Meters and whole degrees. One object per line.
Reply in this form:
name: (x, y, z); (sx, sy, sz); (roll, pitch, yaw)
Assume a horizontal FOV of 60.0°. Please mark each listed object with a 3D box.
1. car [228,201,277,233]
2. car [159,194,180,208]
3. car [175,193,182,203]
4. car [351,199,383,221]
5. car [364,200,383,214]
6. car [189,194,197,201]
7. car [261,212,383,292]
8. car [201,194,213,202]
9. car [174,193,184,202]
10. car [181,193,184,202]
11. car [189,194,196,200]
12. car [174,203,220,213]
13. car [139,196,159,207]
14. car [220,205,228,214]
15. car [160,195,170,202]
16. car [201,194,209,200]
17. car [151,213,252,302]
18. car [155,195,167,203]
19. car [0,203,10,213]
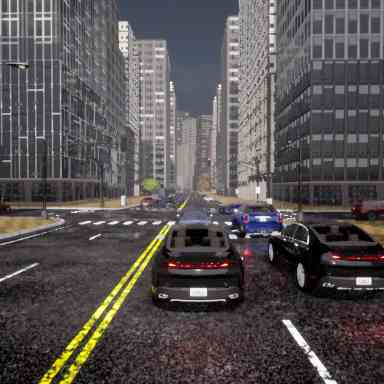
car: (3.397, 1.342, 18.019); (2.097, 1.767, 4.553); (0, 0, 0)
car: (-3.210, 1.471, 48.261); (1.837, 1.490, 4.892); (0, 0, 0)
car: (-3.178, 1.460, 57.600); (1.837, 1.490, 4.892); (0, 0, 0)
car: (16.278, 1.519, 28.496); (5.009, 1.841, 2.192); (1, 0, 1)
car: (21.909, 1.643, 36.767); (4.829, 1.417, 1.752); (1, 0, 1)
car: (0.217, 1.450, 80.171); (1.812, 1.442, 4.674); (0, 0, 0)
car: (3.374, 1.500, 8.936); (1.837, 1.490, 4.892); (0, 0, 0)
car: (3.475, 1.533, 72.720); (1.895, 1.301, 4.718); (0, 0, 0)
car: (-3.040, 1.154, 77.873); (2.150, 2.045, 5.566); (0, 0, 0)
car: (-3.092, 1.469, 67.421); (1.812, 1.442, 4.674); (0, 0, 1)
car: (0.244, 1.387, 90.165); (1.882, 1.535, 5.008); (0, 0, 0)
car: (0.148, 1.538, 17.785); (2.033, 1.411, 5.357); (0, 0, 0)
car: (-6.456, 1.491, 49.034); (1.812, 1.442, 4.674); (0, 0, 2)
car: (4.754, 1.594, 33.131); (4.181, 1.385, 1.994); (0, 1, -19)
car: (-6.290, 1.453, 77.913); (1.812, 1.442, 4.674); (0, 0, 0)
car: (3.495, 1.408, 90.808); (1.837, 1.490, 4.892); (0, 0, 0)
car: (0.120, 1.501, 8.230); (1.837, 1.490, 4.892); (0, 0, 0)
car: (-6.336, 1.420, 67.643); (1.882, 1.535, 5.008); (0, 0, 0)
car: (-20.028, 1.315, 31.783); (5.008, 1.535, 1.882); (1, 1, 1)
